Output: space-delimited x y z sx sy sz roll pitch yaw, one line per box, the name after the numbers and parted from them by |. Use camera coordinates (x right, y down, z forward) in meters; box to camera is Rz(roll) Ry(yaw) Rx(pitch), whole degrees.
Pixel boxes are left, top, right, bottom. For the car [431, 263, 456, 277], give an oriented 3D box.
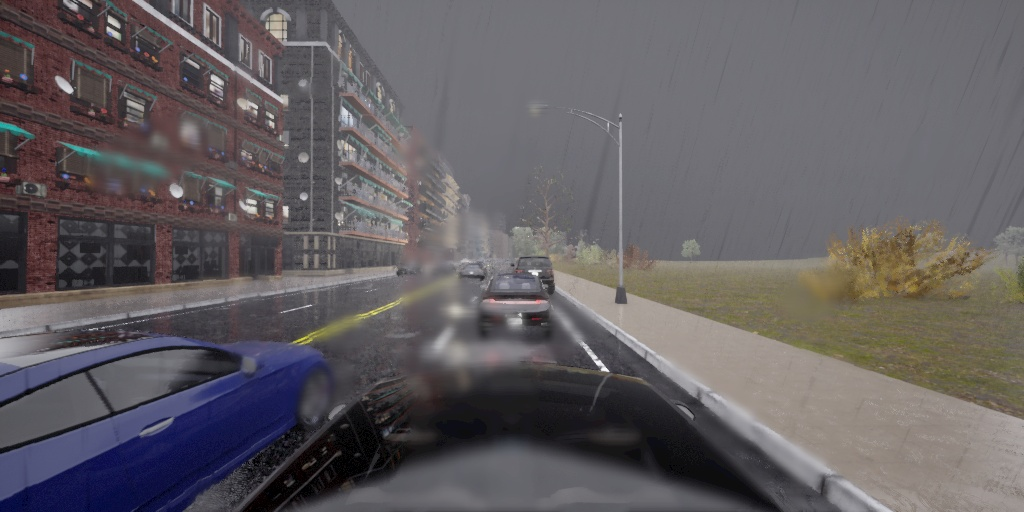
-6.634 1.352 35.201 1.895 1.301 4.718 0 0 0 | car

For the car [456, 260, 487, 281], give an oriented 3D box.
-3.183 1.313 30.351 1.994 1.385 4.181 0 0 0 | car

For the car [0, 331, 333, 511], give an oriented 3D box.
-3.153 1.276 2.581 1.812 1.442 4.674 0 0 0 | car

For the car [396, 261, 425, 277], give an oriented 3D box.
-9.884 1.256 35.237 1.837 1.490 4.892 0 0 0 | car

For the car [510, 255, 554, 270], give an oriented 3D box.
1.120 0.977 20.162 2.150 2.045 5.566 0 0 0 | car

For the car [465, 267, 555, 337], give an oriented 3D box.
0.092 1.243 10.292 2.128 1.511 4.902 0 0 0 | car
